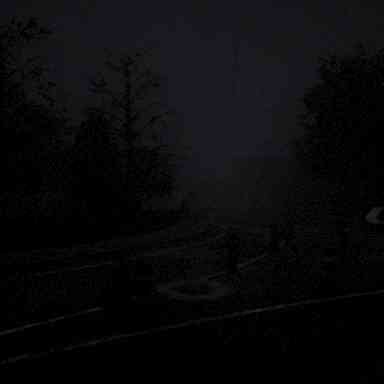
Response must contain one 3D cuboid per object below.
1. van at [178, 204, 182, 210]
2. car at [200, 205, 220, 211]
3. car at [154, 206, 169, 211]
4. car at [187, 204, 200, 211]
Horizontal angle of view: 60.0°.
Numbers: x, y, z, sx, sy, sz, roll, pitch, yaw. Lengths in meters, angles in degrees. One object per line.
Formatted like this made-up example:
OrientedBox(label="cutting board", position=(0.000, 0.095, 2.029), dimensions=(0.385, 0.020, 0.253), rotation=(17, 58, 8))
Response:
OrientedBox(label="van", position=(-1.799, 4.030, 84.554), dimensions=(1.878, 1.987, 4.442), rotation=(2, -4, -35))
OrientedBox(label="car", position=(4.547, 3.662, 75.440), dimensions=(2.002, 1.452, 4.674), rotation=(3, -5, -35))
OrientedBox(label="car", position=(-8.021, 4.919, 93.501), dimensions=(2.002, 1.452, 4.674), rotation=(2, -4, -35))
OrientedBox(label="car", position=(1.402, 3.965, 79.938), dimensions=(2.163, 1.488, 4.792), rotation=(2, -4, -35))
